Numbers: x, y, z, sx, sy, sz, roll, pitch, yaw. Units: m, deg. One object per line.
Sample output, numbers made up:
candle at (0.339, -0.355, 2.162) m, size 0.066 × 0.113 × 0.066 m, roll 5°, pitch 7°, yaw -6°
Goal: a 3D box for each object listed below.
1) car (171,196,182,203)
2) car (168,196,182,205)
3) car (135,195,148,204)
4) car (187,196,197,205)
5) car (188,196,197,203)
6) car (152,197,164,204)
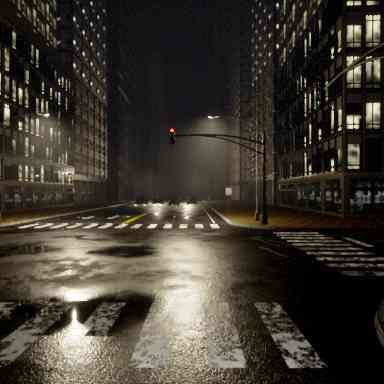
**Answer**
car at (-3.222, 1.522, 70.103) m, size 1.994 × 1.385 × 4.181 m, roll 0°, pitch 0°, yaw 0°
car at (-3.226, 1.647, 59.684) m, size 2.033 × 1.411 × 5.357 m, roll 0°, pitch 0°, yaw 0°
car at (-9.724, 1.468, 64.302) m, size 2.097 × 1.767 × 4.553 m, roll 0°, pitch 0°, yaw 0°
car at (0.024, 1.648, 60.100) m, size 2.033 × 1.411 × 5.357 m, roll 0°, pitch 0°, yaw 0°
car at (0.029, 1.583, 70.548) m, size 1.895 × 1.301 × 4.718 m, roll 0°, pitch 0°, yaw 0°
car at (-6.474, 1.680, 64.271) m, size 1.994 × 1.385 × 4.181 m, roll 0°, pitch 0°, yaw 0°
